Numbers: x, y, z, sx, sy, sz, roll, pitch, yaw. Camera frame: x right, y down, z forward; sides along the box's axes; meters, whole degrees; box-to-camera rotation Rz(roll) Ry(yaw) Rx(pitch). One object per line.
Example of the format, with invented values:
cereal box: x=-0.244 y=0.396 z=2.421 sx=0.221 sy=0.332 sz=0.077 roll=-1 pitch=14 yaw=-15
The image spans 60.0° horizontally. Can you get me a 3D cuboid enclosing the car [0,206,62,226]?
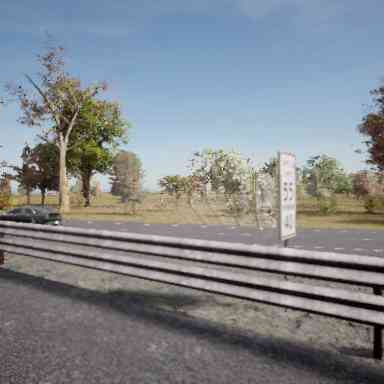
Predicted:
car: x=-10.926 y=1.686 z=21.884 sx=4.892 sy=1.490 sz=1.837 roll=0 pitch=0 yaw=17
